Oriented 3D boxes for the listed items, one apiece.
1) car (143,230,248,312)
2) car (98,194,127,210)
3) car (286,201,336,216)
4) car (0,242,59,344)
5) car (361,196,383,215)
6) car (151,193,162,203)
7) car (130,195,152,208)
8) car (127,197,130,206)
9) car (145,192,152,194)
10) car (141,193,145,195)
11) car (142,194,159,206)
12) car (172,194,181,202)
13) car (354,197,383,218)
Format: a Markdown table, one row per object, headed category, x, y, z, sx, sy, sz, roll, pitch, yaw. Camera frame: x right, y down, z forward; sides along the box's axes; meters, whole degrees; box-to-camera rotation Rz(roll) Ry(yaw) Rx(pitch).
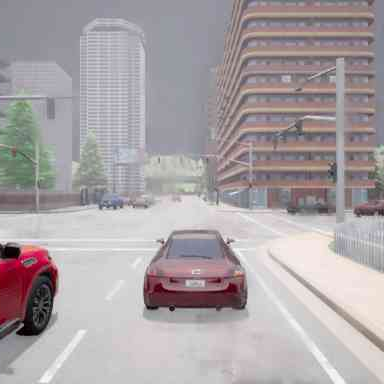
| category | x | y | z | sx | sy | sz | roll | pitch | yaw |
| --- | --- | --- | --- | --- | --- | --- | --- | --- | --- |
| car | 0.081 | 1.565 | 7.818 | 1.994 | 1.385 | 4.181 | 0 | 0 | 1 |
| car | -10.641 | 1.226 | 44.085 | 2.150 | 2.045 | 5.566 | 0 | 0 | 2 |
| car | 11.376 | 1.549 | 31.392 | 4.718 | 1.301 | 1.895 | 0 | 0 | -13 |
| car | -3.437 | 1.222 | 3.537 | 2.150 | 2.045 | 5.566 | 0 | 0 | 0 |
| car | 19.815 | 1.300 | 34.248 | 4.553 | 1.767 | 2.097 | 0 | 0 | -27 |
| car | -7.116 | 1.533 | 67.442 | 1.812 | 1.442 | 4.674 | 0 | 0 | 0 |
| car | -7.151 | 1.531 | 46.943 | 1.812 | 1.442 | 4.674 | 0 | 0 | -2 |
| car | -10.669 | 1.531 | 53.839 | 1.812 | 1.442 | 4.674 | 0 | 0 | 0 |
| car | -10.611 | 1.233 | 75.633 | 2.150 | 2.045 | 5.566 | 0 | 0 | 0 |
| car | -10.639 | 1.510 | 64.269 | 1.837 | 1.490 | 4.892 | 0 | 1 | 0 |
| car | -7.170 | 1.532 | 55.801 | 1.812 | 1.442 | 4.674 | 0 | 0 | 0 |
| car | -3.614 | 1.363 | 77.727 | 2.097 | 1.767 | 4.553 | 0 | 0 | 0 |
| car | 16.535 | 1.425 | 29.128 | 5.008 | 1.535 | 1.882 | 0 | 0 | -20 |
